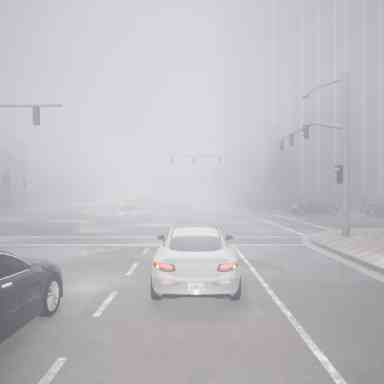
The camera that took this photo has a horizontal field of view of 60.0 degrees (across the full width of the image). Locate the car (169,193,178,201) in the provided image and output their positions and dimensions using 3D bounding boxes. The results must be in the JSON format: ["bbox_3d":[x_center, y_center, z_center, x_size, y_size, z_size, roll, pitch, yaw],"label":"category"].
[{"bbox_3d":[-4.723,1.225,85.507,2.150,2.045,5.566,0,0,-1],"label":"car"}]

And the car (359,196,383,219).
[{"bbox_3d":[17.720,1.221,29.064,5.566,2.045,2.150,0,0,0],"label":"car"}]

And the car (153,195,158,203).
[{"bbox_3d":[-7.993,1.352,66.609,2.097,1.767,4.553,0,0,0],"label":"car"}]

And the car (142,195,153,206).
[{"bbox_3d":[-7.870,1.506,53.374,1.837,1.490,4.892,0,0,-1],"label":"car"}]

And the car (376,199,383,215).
[{"bbox_3d":[21.007,1.478,32.585,5.008,1.535,1.882,0,0,0],"label":"car"}]

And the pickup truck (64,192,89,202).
[{"bbox_3d":[-24.638,1.059,70.291,2.390,2.098,6.274,0,0,30],"label":"pickup truck"}]

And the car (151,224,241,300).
[{"bbox_3d":[0.080,1.526,8.231,1.812,1.442,4.674,0,0,0],"label":"car"}]

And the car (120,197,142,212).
[{"bbox_3d":[-7.406,1.478,39.931,1.882,1.535,5.008,0,0,-5],"label":"car"}]

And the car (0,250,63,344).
[{"bbox_3d":[-3.434,1.505,4.582,1.837,1.490,4.892,0,0,1],"label":"car"}]

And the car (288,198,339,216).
[{"bbox_3d":[11.782,1.352,32.522,4.553,1.767,2.097,0,0,0],"label":"car"}]
